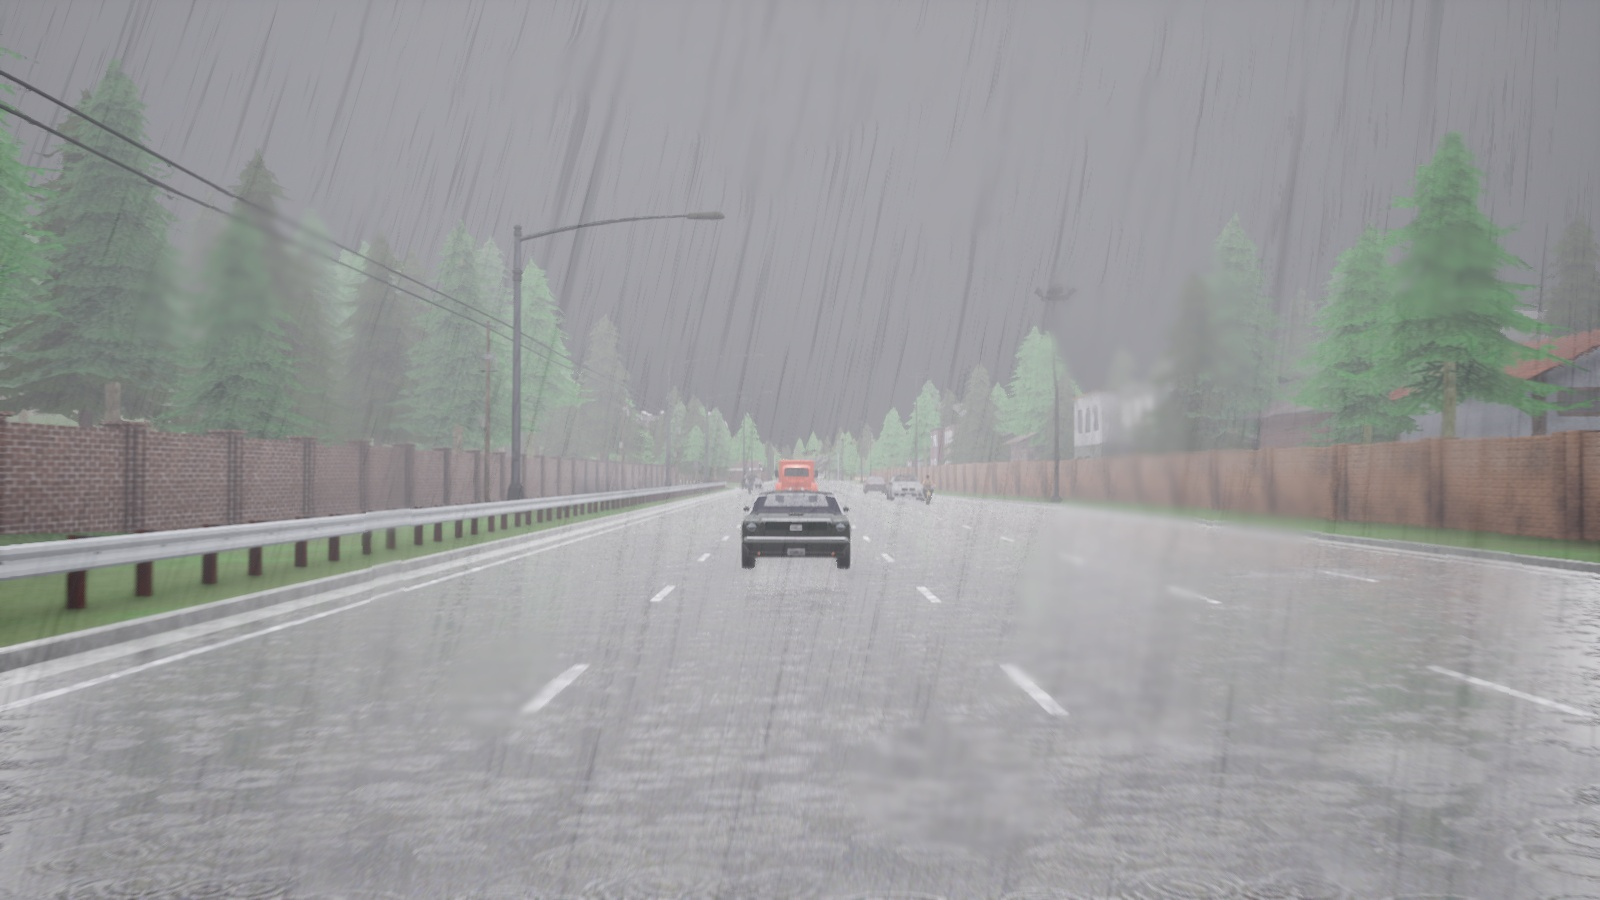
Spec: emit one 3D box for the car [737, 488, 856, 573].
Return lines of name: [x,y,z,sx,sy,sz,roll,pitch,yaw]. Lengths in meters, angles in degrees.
car: [-0.057,1.365,22.457,1.895,1.301,4.718,0,-1,0]

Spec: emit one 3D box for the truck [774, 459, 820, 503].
truck: [-0.191,1.800,74.038,2.627,2.467,5.204,0,-1,0]

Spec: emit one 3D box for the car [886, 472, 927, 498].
car: [6.794,2.240,80.860,2.242,1.667,4.611,0,-1,0]
